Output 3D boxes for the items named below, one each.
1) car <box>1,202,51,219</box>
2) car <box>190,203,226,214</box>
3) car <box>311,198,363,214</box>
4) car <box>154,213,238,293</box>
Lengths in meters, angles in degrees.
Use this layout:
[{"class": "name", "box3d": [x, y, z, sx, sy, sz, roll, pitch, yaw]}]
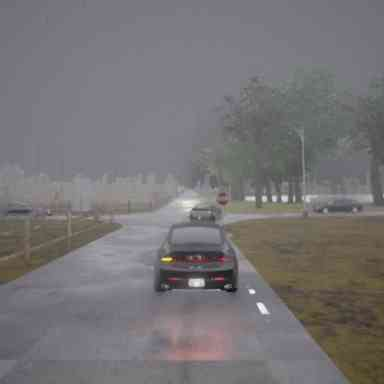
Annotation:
[{"class": "car", "box3d": [-15.409, 1.616, 30.232, 4.902, 1.511, 2.128, 0, -1, 1]}, {"class": "car", "box3d": [1.295, 1.560, 25.415, 2.128, 1.511, 4.902, 0, 1, 18]}, {"class": "car", "box3d": [14.490, 1.411, 33.285, 4.892, 1.490, 1.837, -1, -1, 0]}, {"class": "car", "box3d": [0.097, 1.546, 8.935, 1.837, 1.490, 4.892, 0, 0, 0]}]
